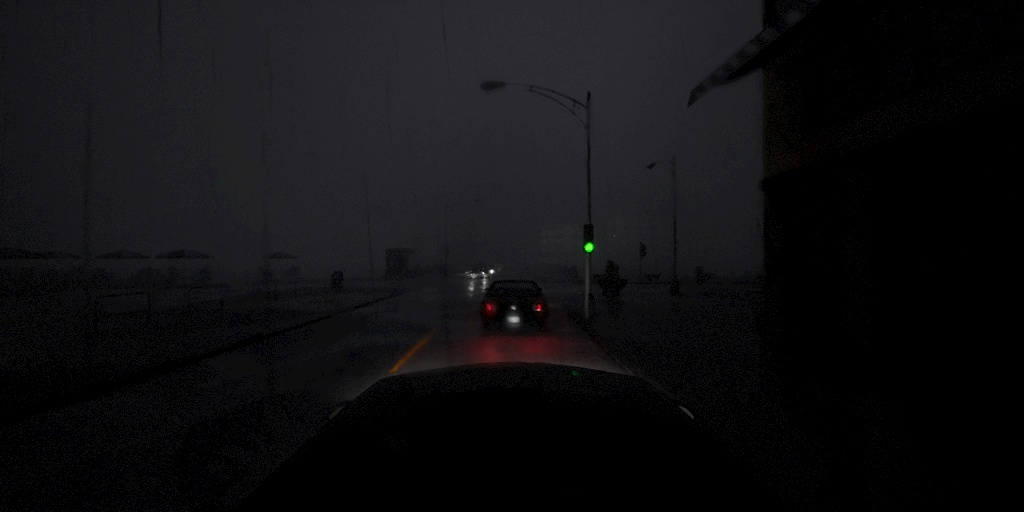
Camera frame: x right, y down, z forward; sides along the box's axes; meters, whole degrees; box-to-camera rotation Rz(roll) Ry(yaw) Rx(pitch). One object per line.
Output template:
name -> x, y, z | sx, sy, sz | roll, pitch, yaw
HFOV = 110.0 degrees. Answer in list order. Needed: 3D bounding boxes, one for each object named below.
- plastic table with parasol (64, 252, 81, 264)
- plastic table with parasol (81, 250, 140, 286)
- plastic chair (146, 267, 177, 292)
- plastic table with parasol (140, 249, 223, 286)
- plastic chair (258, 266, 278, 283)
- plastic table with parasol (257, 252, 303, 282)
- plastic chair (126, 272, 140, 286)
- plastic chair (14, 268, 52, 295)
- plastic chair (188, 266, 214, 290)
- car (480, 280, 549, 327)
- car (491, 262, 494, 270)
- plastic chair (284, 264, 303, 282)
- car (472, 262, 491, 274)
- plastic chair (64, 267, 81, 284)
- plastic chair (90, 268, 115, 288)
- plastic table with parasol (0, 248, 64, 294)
plastic table with parasol -> -34.562, 0.853, 27.190 | 2.482, 2.480, 2.482 | 0, 0, 0
plastic table with parasol -> -26.947, 0.837, 24.836 | 2.482, 2.480, 2.482 | 0, 0, 0
plastic chair -> -20.038, 1.410, 20.500 | 0.750, 1.272, 0.730 | 0, 0, 0
plastic table with parasol -> -19.961, 0.815, 21.820 | 2.482, 2.480, 2.482 | 0, 0, 0
plastic chair -> -19.254, 1.464, 28.301 | 0.750, 1.272, 0.730 | 0, 0, 0
plastic table with parasol -> -19.227, 0.869, 29.641 | 2.482, 2.480, 2.482 | 0, 0, 0
plastic chair -> -25.747, 1.440, 24.788 | 0.730, 1.272, 0.750 | 0, 0, 0
plastic chair -> -25.367, 1.400, 18.993 | 0.730, 1.272, 0.750 | 0, 0, -1
plastic chair -> -18.741, 1.418, 21.702 | 0.730, 1.272, 0.750 | 0, 0, 0
car -> 0.068, 1.420, 11.751 | 1.895, 1.301, 4.718 | 0, 0, 0
car -> -4.170, 1.777, 63.625 | 1.895, 1.301, 4.718 | 0, 0, 1
plastic chair -> -17.957, 1.472, 29.504 | 0.730, 1.272, 0.750 | 0, 0, 0
car -> -4.178, 1.568, 47.310 | 1.837, 1.490, 4.892 | 0, 0, 0
plastic chair -> -33.384, 1.456, 27.076 | 0.730, 1.272, 0.750 | 0, 0, -1
plastic chair -> -27.045, 1.432, 23.586 | 0.750, 1.272, 0.730 | 0, 0, 0
plastic table with parasol -> -26.545, 0.796, 18.917 | 2.482, 2.480, 2.482 | 0, 0, 0
